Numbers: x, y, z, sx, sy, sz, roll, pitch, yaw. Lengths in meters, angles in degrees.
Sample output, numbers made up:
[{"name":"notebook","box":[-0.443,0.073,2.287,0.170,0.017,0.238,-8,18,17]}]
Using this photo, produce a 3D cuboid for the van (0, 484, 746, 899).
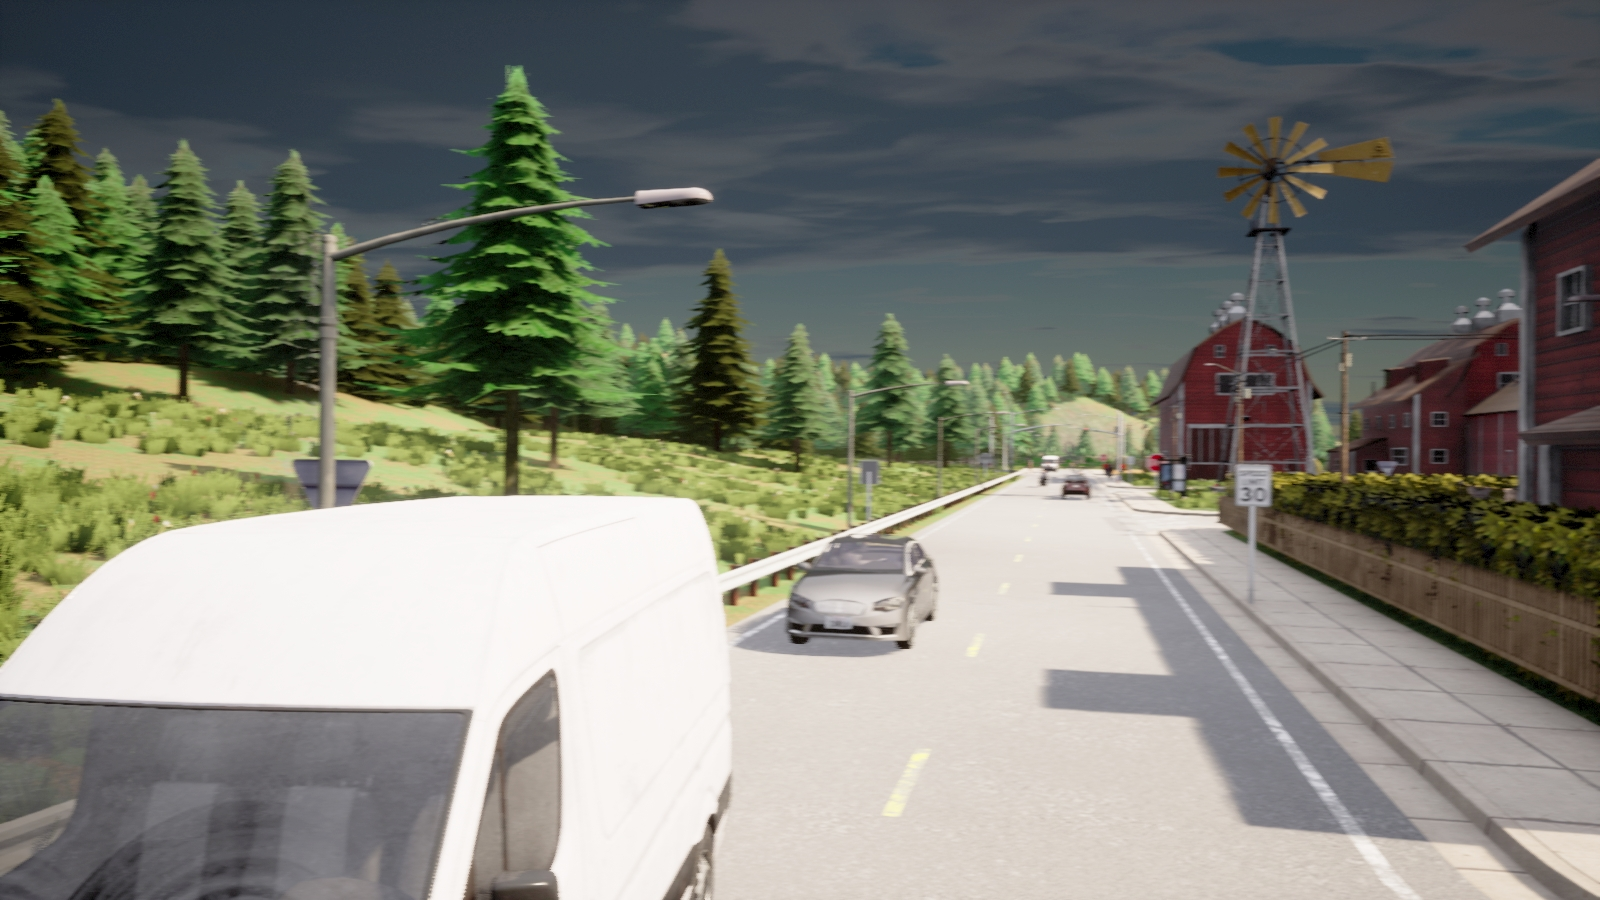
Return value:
[{"name":"van","box":[-1.656,1.507,4.844,1.988,2.561,5.915,0,0,6]}]

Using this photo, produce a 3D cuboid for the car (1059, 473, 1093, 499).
[{"name":"car","box":[17.807,2.321,73.718,2.007,1.525,4.514,1,0,14]}]

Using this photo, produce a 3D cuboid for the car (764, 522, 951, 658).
[{"name":"car","box":[1.099,2.083,18.260,2.128,1.511,4.902,1,0,13]}]
